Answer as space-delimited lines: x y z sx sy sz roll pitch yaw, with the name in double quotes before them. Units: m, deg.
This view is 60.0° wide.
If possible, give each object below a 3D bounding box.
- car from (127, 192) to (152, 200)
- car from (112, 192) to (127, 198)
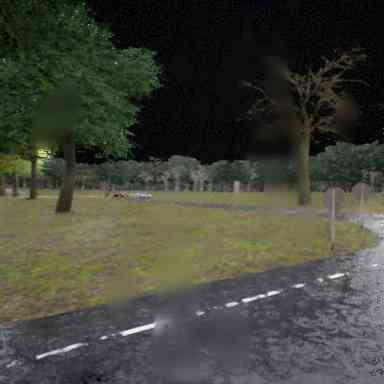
"car" -8.765 0.604 56.934 1.895 1.301 4.718 2 -1 -34
"car" -13.517 0.571 63.478 1.895 1.301 4.718 2 -1 -36
